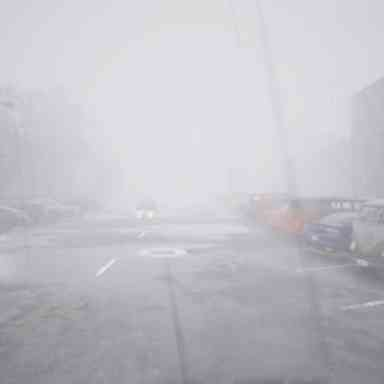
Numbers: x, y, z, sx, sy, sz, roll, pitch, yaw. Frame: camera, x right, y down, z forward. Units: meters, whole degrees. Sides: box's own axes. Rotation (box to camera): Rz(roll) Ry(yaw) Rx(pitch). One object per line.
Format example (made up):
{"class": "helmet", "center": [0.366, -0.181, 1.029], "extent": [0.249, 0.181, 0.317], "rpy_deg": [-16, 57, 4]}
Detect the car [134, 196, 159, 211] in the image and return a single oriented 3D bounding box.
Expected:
{"class": "car", "center": [-5.022, 1.409, 37.215], "extent": [1.994, 1.385, 4.181], "rpy_deg": [0, 0, 0]}

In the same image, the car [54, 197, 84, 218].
{"class": "car", "center": [-11.404, 1.394, 26.755], "extent": [4.674, 1.452, 2.002], "rpy_deg": [-1, 0, -20]}

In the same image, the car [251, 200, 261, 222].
{"class": "car", "center": [6.417, 1.413, 20.784], "extent": [4.674, 1.452, 2.002], "rpy_deg": [1, 0, -20]}

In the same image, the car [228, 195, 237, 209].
{"class": "car", "center": [6.382, 1.368, 32.514], "extent": [4.792, 1.488, 2.163], "rpy_deg": [1, 0, -20]}

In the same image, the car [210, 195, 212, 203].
{"class": "car", "center": [6.369, 1.054, 53.046], "extent": [5.566, 2.045, 2.435], "rpy_deg": [1, 0, -20]}

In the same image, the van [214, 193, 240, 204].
{"class": "van", "center": [6.458, 1.175, 61.892], "extent": [4.442, 1.987, 1.878], "rpy_deg": [1, -2, -20]}

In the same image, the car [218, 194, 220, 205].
{"class": "car", "center": [6.438, 1.348, 44.263], "extent": [4.792, 1.488, 2.163], "rpy_deg": [1, 0, -20]}

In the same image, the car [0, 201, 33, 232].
{"class": "car", "center": [-11.394, 1.425, 17.915], "extent": [4.674, 1.452, 2.002], "rpy_deg": [-1, 1, -20]}

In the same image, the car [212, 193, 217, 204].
{"class": "car", "center": [6.227, 1.303, 50.055], "extent": [5.366, 1.575, 1.946], "rpy_deg": [1, 0, -20]}

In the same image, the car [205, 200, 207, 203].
{"class": "car", "center": [6.263, 1.802, 73.538], "extent": [5.008, 1.535, 2.097], "rpy_deg": [2, -3, -21]}

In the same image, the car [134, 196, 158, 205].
{"class": "car", "center": [-11.664, 2.243, 84.503], "extent": [5.566, 2.045, 2.435], "rpy_deg": [1, -4, -21]}

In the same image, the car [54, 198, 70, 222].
{"class": "car", "center": [-11.401, 1.404, 23.809], "extent": [4.674, 1.452, 2.002], "rpy_deg": [-1, 0, -20]}

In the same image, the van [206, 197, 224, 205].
{"class": "van", "center": [6.195, 2.492, 88.225], "extent": [4.442, 1.987, 1.878], "rpy_deg": [2, -5, -21]}

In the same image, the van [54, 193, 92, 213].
{"class": "van", "center": [-11.510, 1.123, 29.650], "extent": [4.442, 1.987, 1.878], "rpy_deg": [-1, 0, -20]}

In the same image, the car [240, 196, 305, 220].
{"class": "car", "center": [6.450, 1.227, 26.656], "extent": [4.553, 1.767, 2.185], "rpy_deg": [1, 0, -20]}

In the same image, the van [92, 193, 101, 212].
{"class": "van", "center": [-11.293, 1.113, 32.683], "extent": [4.442, 1.987, 1.878], "rpy_deg": [-1, 0, -20]}

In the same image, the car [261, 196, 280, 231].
{"class": "car", "center": [6.387, 1.258, 17.845], "extent": [4.553, 1.767, 2.185], "rpy_deg": [1, 0, -20]}

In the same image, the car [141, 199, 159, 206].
{"class": "car", "center": [-11.777, 3.007, 93.440], "extent": [4.553, 1.767, 2.185], "rpy_deg": [1, -4, -21]}

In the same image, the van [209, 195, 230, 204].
{"class": "van", "center": [6.339, 1.732, 76.518], "extent": [4.442, 1.987, 1.878], "rpy_deg": [2, -4, -21]}

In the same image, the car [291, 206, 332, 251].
{"class": "car", "center": [6.409, 1.412, 11.987], "extent": [5.008, 1.535, 2.097], "rpy_deg": [1, 0, -20]}

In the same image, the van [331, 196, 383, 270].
{"class": "van", "center": [6.311, 1.201, 9.008], "extent": [4.442, 1.987, 1.878], "rpy_deg": [1, 1, -20]}

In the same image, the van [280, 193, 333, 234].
{"class": "van", "center": [6.526, 1.174, 14.963], "extent": [4.442, 1.987, 1.878], "rpy_deg": [1, 0, -20]}

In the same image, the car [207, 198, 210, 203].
{"class": "car", "center": [6.478, 1.561, 67.762], "extent": [5.366, 1.575, 1.946], "rpy_deg": [2, -2, -20]}

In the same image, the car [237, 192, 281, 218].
{"class": "car", "center": [6.444, 1.112, 23.732], "extent": [5.566, 2.045, 2.435], "rpy_deg": [1, 0, -20]}

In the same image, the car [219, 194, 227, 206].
{"class": "car", "center": [6.589, 1.322, 41.380], "extent": [5.366, 1.575, 1.946], "rpy_deg": [1, 0, -20]}

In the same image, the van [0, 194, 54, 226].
{"class": "van", "center": [-11.294, 1.147, 20.907], "extent": [4.442, 1.987, 1.878], "rpy_deg": [-1, 0, -20]}

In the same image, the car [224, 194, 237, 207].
{"class": "car", "center": [6.588, 1.332, 35.519], "extent": [5.366, 1.575, 1.946], "rpy_deg": [1, 0, -20]}

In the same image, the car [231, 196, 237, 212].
{"class": "car", "center": [6.407, 1.347, 29.587], "extent": [4.892, 1.521, 2.231], "rpy_deg": [1, 0, -20]}

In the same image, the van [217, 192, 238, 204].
{"class": "van", "center": [6.301, 1.086, 47.139], "extent": [4.442, 1.987, 1.878], "rpy_deg": [1, 0, -20]}

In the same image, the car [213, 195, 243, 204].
{"class": "car", "center": [6.355, 1.347, 58.924], "extent": [4.892, 1.521, 2.231], "rpy_deg": [1, -2, -20]}
